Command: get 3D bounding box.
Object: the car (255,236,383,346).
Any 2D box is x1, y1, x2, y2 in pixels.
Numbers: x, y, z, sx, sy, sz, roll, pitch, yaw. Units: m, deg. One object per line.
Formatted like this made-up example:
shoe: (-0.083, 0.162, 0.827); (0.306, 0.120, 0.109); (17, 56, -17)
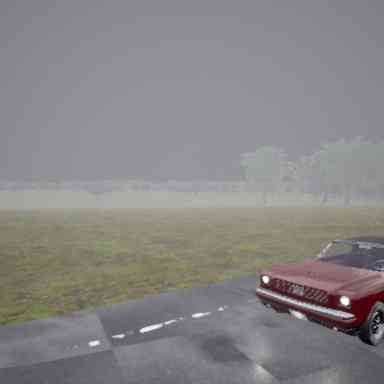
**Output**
car: (3.445, 1.606, 6.483); (4.718, 1.301, 1.895); (0, 0, -36)
